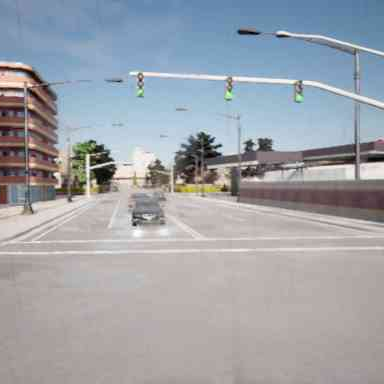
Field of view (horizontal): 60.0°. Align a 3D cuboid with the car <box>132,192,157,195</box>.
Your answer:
[{"bbox_3d":[-4.594,0.858,29.445,2.097,1.767,4.553,-1,1,-11],"label":"car"}]

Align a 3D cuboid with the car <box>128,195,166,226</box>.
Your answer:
[{"bbox_3d":[-2.799,1.165,20.468,1.837,1.490,4.892,-1,1,-11],"label":"car"}]

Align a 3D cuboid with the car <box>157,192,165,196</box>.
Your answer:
[{"bbox_3d":[-4.950,0.669,49.252,2.033,1.411,5.357,-1,1,-11],"label":"car"}]

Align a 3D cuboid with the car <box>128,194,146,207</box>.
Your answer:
[{"bbox_3d":[-6.353,0.953,38.381,1.895,1.301,4.718,-1,1,-10],"label":"car"}]
